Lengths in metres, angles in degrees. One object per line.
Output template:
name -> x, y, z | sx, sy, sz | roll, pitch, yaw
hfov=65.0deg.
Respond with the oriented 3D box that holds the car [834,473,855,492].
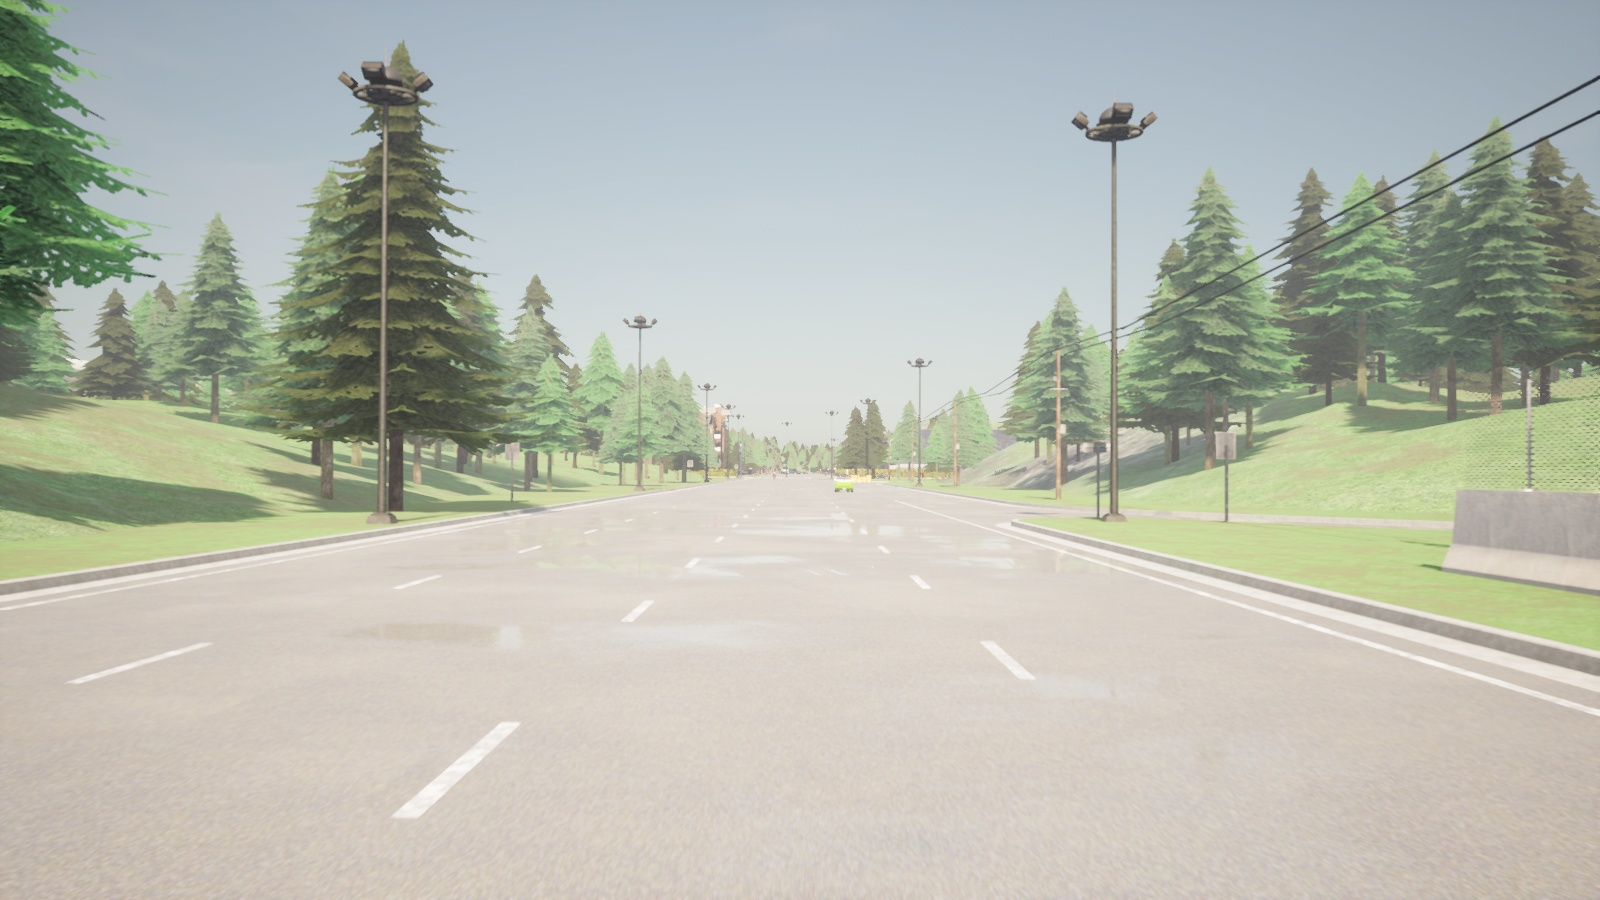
car -> 3.275, 2.407, 92.670 | 1.481, 1.376, 2.207 | 0, -1, 0
